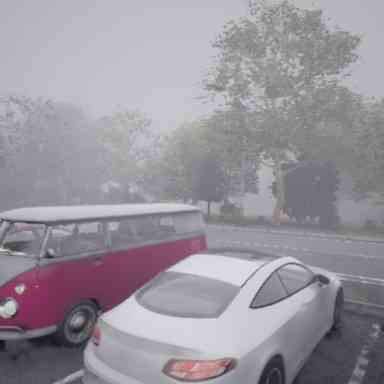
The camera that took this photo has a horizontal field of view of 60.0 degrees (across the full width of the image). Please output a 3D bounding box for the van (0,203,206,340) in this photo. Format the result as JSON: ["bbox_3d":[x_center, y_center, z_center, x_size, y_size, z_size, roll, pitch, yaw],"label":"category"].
[{"bbox_3d":[-1.581,1.218,6.130,1.878,1.987,4.442,1,0,36],"label":"van"}]

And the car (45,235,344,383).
[{"bbox_3d":[0.744,1.505,4.612,2.002,1.452,4.674,1,0,36],"label":"car"}]
